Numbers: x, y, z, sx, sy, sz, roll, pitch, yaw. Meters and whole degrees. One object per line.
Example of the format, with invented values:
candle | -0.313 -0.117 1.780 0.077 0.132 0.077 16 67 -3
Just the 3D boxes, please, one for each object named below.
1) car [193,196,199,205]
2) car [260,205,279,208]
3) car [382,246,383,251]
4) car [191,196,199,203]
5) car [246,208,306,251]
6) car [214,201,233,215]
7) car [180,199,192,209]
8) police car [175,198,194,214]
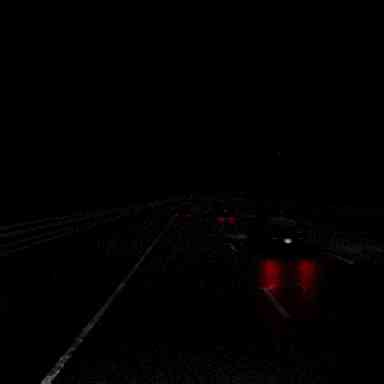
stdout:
car | 0.412 2.144 74.812 1.994 1.385 4.181 0 -1 2
car | 7.094 1.874 30.720 1.895 1.301 4.718 0 0 0
car | 7.099 1.679 8.656 1.895 1.301 4.718 0 0 0
car | 0.917 1.971 90.516 2.097 1.767 4.553 0 -1 2
car | 3.599 1.657 14.773 1.812 1.442 4.674 0 0 0
car | 3.594 1.832 38.437 2.128 1.511 4.902 0 0 0
car | -0.979 2.026 56.574 1.812 1.442 4.674 0 -1 1
police car | -1.058 1.785 40.687 1.930 1.638 5.238 0 -1 0
